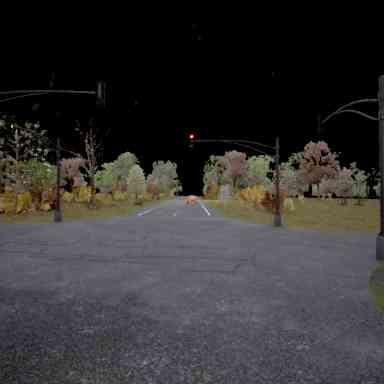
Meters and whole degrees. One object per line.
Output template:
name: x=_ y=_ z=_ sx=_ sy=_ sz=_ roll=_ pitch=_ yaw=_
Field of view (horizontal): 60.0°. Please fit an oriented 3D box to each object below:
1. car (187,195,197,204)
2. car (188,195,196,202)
car: x=0.018 y=1.424 z=68.007 sx=2.097 sy=1.767 sz=4.553 roll=0 pitch=0 yaw=0
car: x=0.021 y=1.449 z=78.042 sx=1.812 sy=1.442 sz=4.674 roll=0 pitch=0 yaw=0
